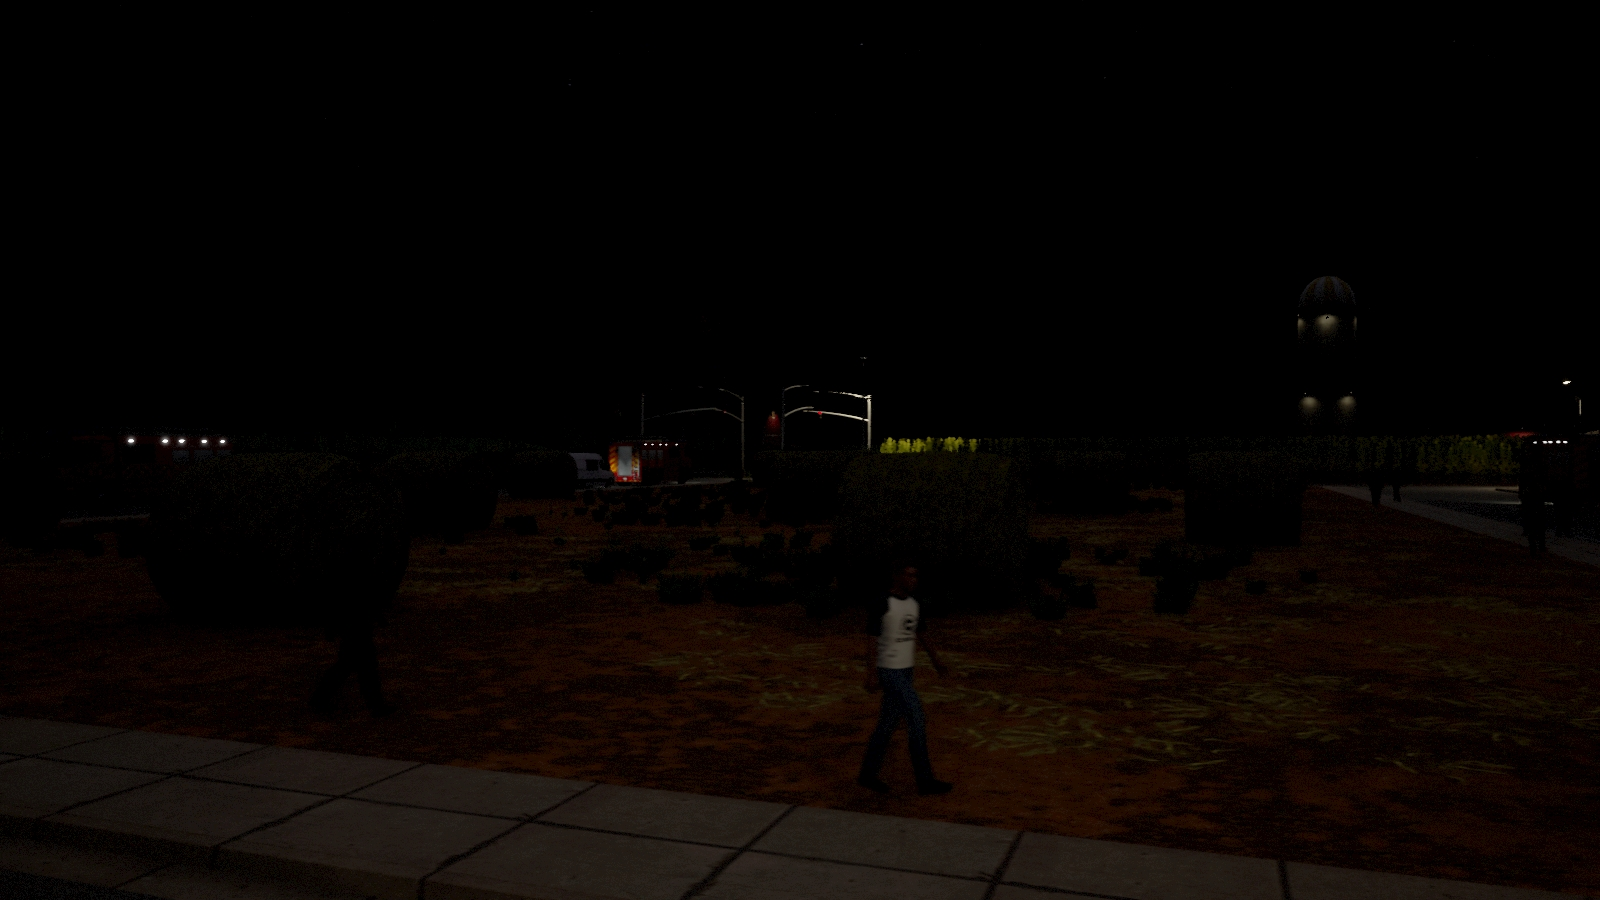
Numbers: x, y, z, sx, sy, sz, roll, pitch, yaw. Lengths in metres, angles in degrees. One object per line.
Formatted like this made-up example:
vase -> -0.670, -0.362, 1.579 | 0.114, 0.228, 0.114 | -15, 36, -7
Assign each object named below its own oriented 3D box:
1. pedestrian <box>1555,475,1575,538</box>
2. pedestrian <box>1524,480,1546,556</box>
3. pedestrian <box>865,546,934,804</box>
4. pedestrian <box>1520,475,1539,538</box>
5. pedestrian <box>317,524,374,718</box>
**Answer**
pedestrian -> 22.743, 1.676, 33.956 | 0.375, 1.860, 0.375 | 0, 0, 13
pedestrian -> 18.259, 1.675, 28.388 | 0.375, 1.860, 0.375 | 0, 0, 19
pedestrian -> 0.760, 1.682, 8.692 | 0.375, 1.860, 0.375 | 0, 0, 39
pedestrian -> 21.736, 1.676, 34.043 | 0.375, 1.860, 0.375 | 0, 0, 12
pedestrian -> -4.500, 1.677, 11.324 | 0.375, 1.860, 0.375 | 0, 0, 15
